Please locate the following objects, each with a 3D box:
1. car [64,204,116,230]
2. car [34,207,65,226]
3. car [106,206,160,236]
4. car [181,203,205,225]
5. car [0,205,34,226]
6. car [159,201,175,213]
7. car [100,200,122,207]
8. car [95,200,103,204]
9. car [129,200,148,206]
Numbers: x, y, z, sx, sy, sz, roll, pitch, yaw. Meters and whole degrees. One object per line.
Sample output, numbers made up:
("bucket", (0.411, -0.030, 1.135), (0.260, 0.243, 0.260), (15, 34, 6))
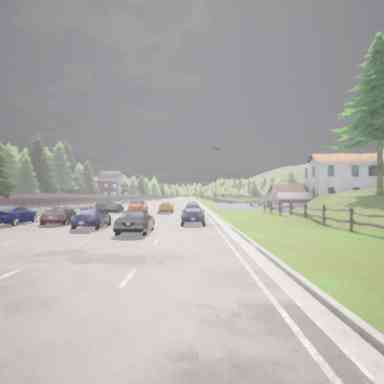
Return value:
("car", (-6.913, 1.801, 23.069), (1.812, 1.442, 4.674), (0, -1, 0))
("car", (-10.404, 1.881, 26.512), (1.994, 1.385, 4.181), (0, -1, 0))
("car", (-3.403, 1.789, 20.192), (2.033, 1.411, 5.357), (0, -1, 0))
("car", (0.087, 1.845, 26.680), (1.812, 1.442, 4.674), (0, -1, 0))
("car", (-13.905, 1.787, 25.950), (1.882, 1.535, 5.008), (0, 0, 0))
("car", (-3.407, 2.015, 44.994), (1.882, 1.535, 5.008), (0, -1, 0))
("car", (-10.406, 2.095, 44.500), (1.994, 1.385, 4.181), (0, -1, 0))
("car", (-14.008, 1.986, 53.278), (2.097, 1.767, 4.553), (0, -1, 0))
("car", (-6.908, 1.864, 42.991), (2.097, 1.767, 4.553), (0, -1, 0))
